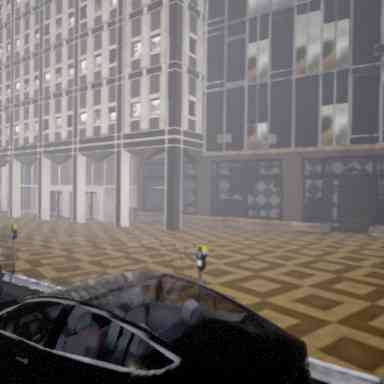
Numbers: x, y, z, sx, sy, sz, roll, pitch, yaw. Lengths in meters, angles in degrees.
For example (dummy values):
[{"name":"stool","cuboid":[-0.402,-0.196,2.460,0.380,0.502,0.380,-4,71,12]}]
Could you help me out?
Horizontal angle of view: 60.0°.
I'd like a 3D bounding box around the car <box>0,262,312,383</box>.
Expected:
[{"name":"car","cuboid":[-0.963,1.562,3.547,4.313,1.339,1.947,0,1,35]}]
